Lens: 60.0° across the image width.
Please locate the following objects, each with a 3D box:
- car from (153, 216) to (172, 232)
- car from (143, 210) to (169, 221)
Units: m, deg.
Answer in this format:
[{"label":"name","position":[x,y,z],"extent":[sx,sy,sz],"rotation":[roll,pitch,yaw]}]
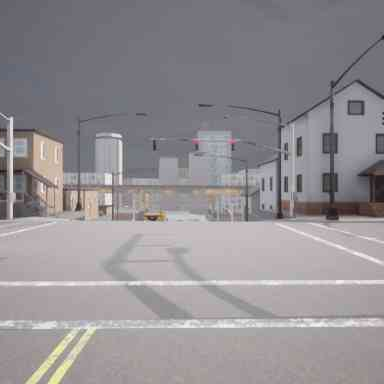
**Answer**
[{"label":"car","position":[-3.781,4.235,43.687],"extent":[2.128,1.511,4.902],"rotation":[0,-13,-1]},{"label":"car","position":[-3.673,2.536,33.465],"extent":[1.882,1.535,5.008],"rotation":[0,-9,1]}]
